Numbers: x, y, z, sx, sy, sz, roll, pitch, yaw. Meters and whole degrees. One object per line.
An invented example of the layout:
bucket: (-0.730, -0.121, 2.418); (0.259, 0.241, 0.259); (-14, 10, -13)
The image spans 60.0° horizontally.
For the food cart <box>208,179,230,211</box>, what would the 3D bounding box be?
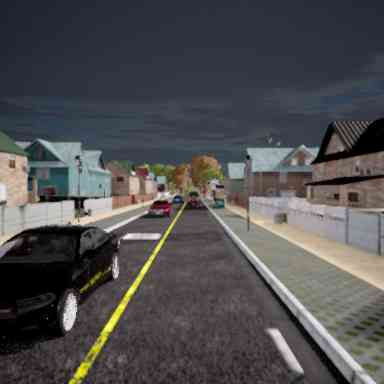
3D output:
food cart: (3.190, 0.299, 40.241); (2.280, 3.560, 4.660); (1, 1, 0)

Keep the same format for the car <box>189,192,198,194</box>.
car: (0.282, 0.940, 64.933); (2.150, 2.045, 5.566); (0, -1, 1)

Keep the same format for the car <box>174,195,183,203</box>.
car: (-2.547, 1.258, 60.545); (1.812, 1.442, 4.674); (0, 0, 1)

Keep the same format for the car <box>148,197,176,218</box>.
car: (-2.651, 1.401, 28.715); (1.812, 1.442, 4.674); (0, 0, 1)

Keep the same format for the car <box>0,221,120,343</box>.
car: (-2.826, 1.445, 6.834); (1.882, 1.535, 5.008); (0, 0, 0)

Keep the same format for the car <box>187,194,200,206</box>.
car: (0.209, 1.391, 49.318); (1.895, 1.301, 4.718); (0, 0, 1)
